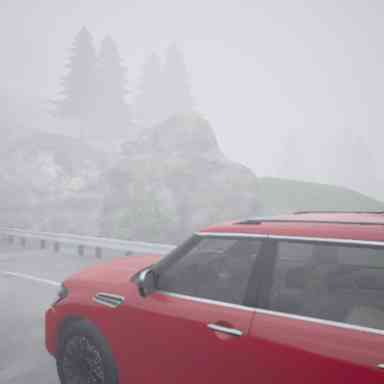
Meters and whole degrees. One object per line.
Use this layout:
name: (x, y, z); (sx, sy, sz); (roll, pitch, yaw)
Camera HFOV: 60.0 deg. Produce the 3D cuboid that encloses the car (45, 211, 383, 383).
car: (0.921, 1.217, 3.241); (5.566, 2.045, 2.150); (0, 0, 35)
